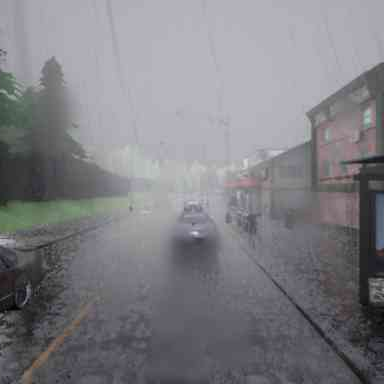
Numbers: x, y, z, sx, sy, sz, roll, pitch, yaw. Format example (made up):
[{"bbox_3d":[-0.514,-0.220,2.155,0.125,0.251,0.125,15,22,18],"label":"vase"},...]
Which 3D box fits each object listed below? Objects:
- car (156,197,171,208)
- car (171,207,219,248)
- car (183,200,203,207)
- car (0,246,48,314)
[{"bbox_3d":[-4.050,1.520,48.069,2.128,1.511,4.902,0,0,0],"label":"car"},{"bbox_3d":[0.105,1.573,14.907,1.994,1.385,4.181,0,0,0],"label":"car"},{"bbox_3d":[0.108,1.546,33.501,1.812,1.442,4.674,0,0,0],"label":"car"},{"bbox_3d":[-4.097,1.550,5.011,2.033,1.411,5.357,0,0,0],"label":"car"}]
